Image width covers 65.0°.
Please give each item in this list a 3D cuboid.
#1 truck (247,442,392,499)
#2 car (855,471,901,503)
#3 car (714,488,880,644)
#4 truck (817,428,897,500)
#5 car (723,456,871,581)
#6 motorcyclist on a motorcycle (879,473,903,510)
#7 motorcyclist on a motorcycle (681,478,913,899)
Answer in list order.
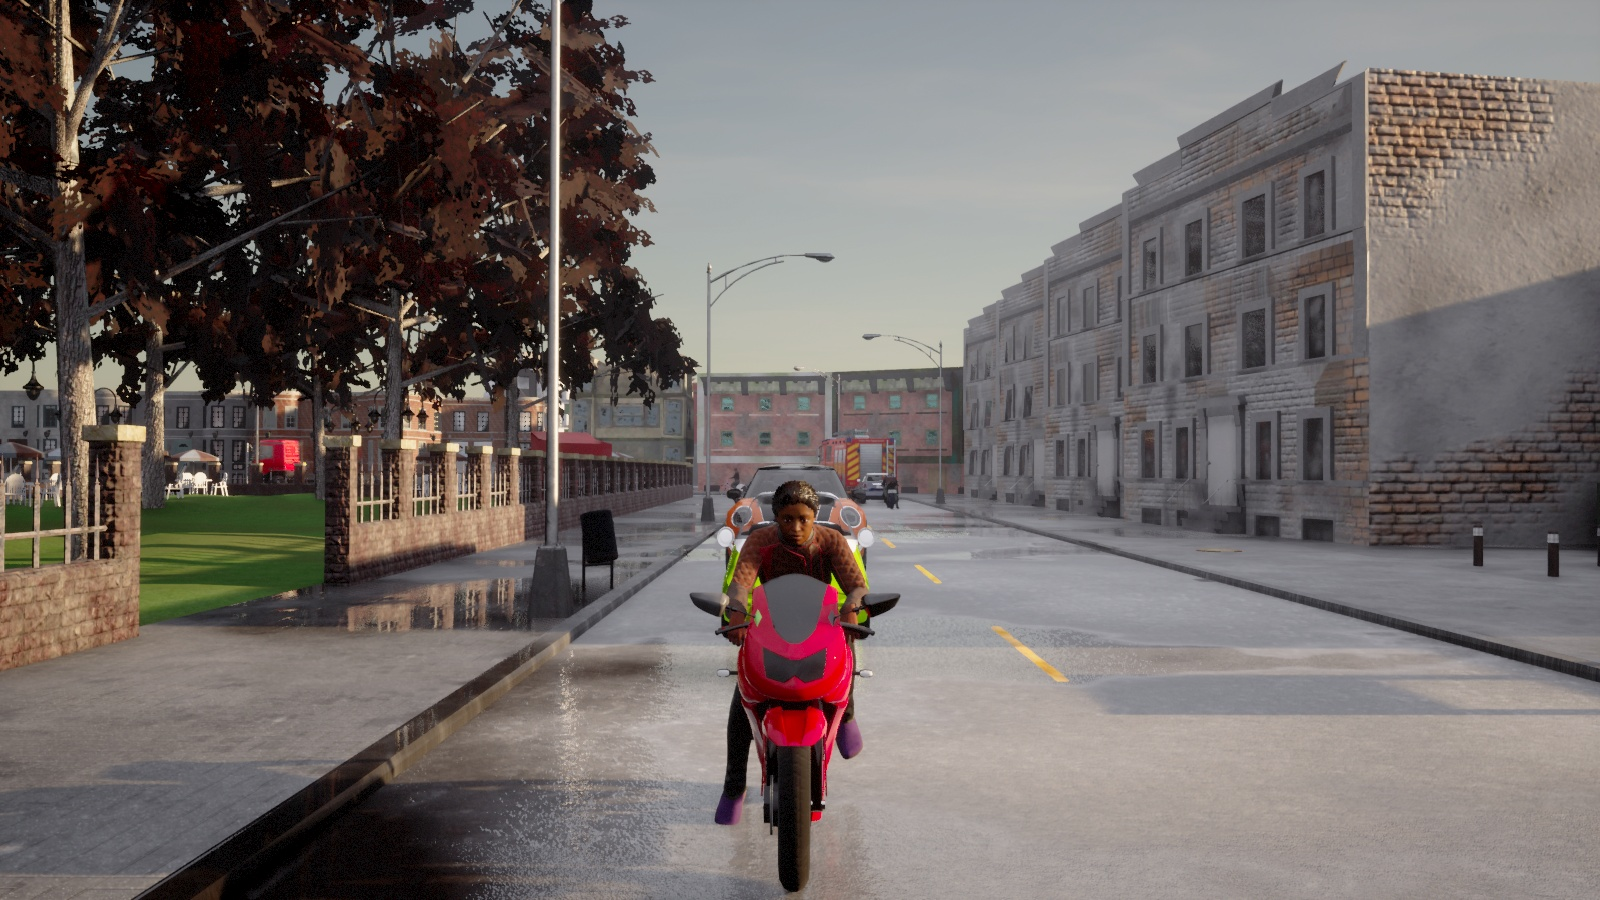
[{"bbox_3d":[-29.955,1.266,78.476,7.936,3.462,2.891,0,-1,0],"label":"truck"},{"bbox_3d":[3.787,1.794,61.448,1.970,1.475,3.806,0,-1,0],"label":"car"},{"bbox_3d":[-0.032,1.077,12.395,1.481,1.376,2.207,0,-1,0],"label":"car"},{"bbox_3d":[3.109,0.832,71.245,2.891,3.827,8.468,0,-1,-9],"label":"truck"},{"bbox_3d":[-0.053,1.010,20.121,2.097,1.767,4.553,0,-1,0],"label":"car"},{"bbox_3d":[3.823,1.722,52.982,0.866,1.530,2.191,0,-1,0],"label":"motorcyclist on a motorcycle"},{"bbox_3d":[-0.014,0.887,5.366,0.797,1.523,2.044,0,-1,0],"label":"motorcyclist on a motorcycle"}]
